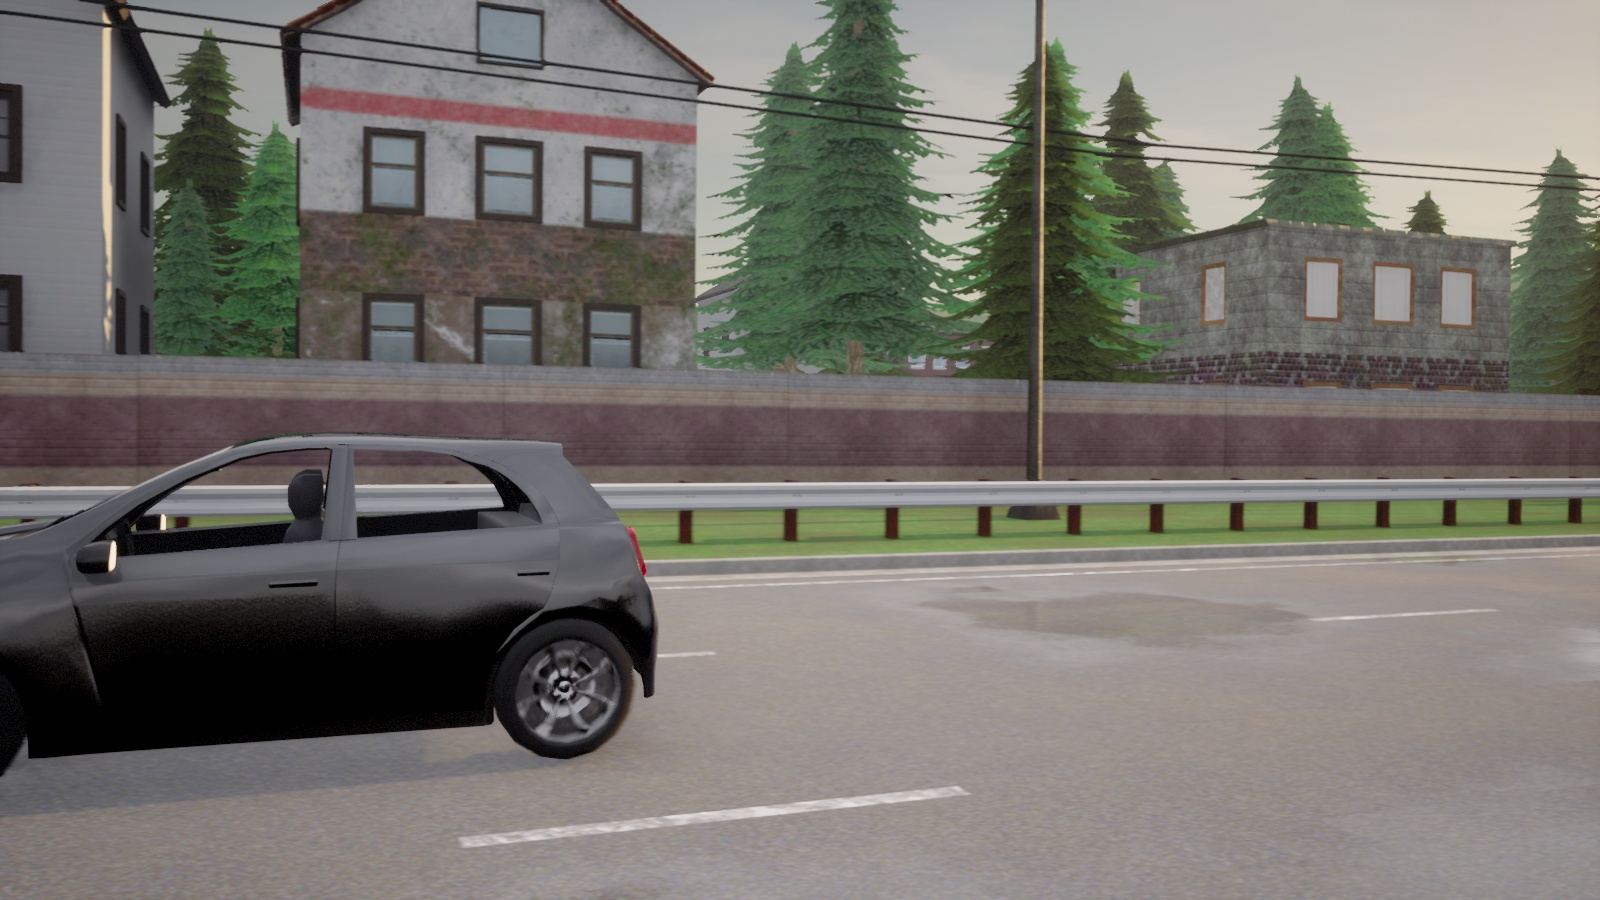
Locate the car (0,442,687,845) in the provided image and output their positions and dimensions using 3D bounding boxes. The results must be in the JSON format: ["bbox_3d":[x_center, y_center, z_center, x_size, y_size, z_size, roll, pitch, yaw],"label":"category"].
[{"bbox_3d":[-2.556,0.744,6.012,3.633,1.501,1.845,-1,1,-21],"label":"car"}]
